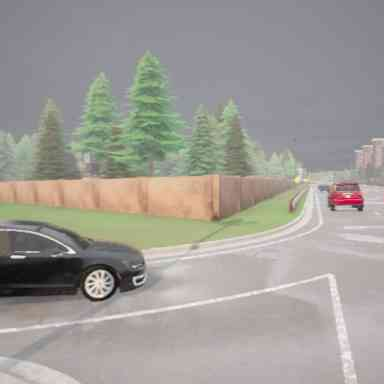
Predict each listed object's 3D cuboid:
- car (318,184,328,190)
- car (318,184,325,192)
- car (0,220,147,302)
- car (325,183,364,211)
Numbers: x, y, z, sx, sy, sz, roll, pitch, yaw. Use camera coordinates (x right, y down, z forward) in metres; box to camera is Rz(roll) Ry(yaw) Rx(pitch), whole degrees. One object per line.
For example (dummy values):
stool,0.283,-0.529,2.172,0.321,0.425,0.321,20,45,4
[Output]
car,31.905,-1.325,81.044,1.994,1.385,4.181,0,2,20
car,25.563,-0.753,63.542,1.837,1.490,4.892,0,2,20
car,-3.390,1.362,6.898,4.892,1.490,1.837,1,2,-12
car,11.767,0.302,25.722,2.150,2.045,5.566,0,2,19
